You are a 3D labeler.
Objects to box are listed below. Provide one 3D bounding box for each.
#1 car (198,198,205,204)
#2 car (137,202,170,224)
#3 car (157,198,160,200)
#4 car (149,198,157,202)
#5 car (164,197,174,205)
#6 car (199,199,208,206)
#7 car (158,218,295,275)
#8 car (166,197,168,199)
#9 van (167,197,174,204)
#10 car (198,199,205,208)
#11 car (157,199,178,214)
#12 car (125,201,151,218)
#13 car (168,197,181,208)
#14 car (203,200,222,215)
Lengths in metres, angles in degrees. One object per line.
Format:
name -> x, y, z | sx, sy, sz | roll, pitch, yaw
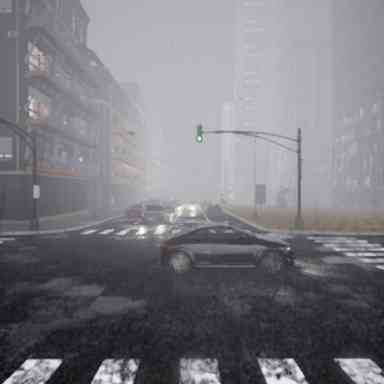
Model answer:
car -> 2.575, 2.478, 90.960 | 1.752, 1.417, 4.829 | -1, -1, 0
car -> -3.119, 1.812, 27.872 | 1.812, 1.442, 4.674 | 0, 0, 0
car -> -5.744, 1.843, 51.187 | 2.192, 1.841, 5.009 | -1, -1, 0
car -> -5.734, 1.849, 39.888 | 1.967, 1.590, 4.097 | -1, -1, 0
car -> -5.771, 2.203, 85.079 | 2.192, 1.841, 5.009 | -1, -1, 0
car -> 2.589, 2.314, 73.843 | 1.887, 1.381, 4.507 | -1, -1, 0
car -> 1.030, 1.691, 10.491 | 4.181, 1.385, 1.994 | 0, 0, 0
car -> -5.747, 2.027, 56.834 | 1.967, 1.590, 4.097 | -1, -1, 0
van -> -5.774, 2.289, 90.726 | 1.690, 1.788, 3.998 | -1, -1, 0
car -> 2.598, 2.200, 62.545 | 2.008, 1.369, 4.403 | -1, -1, 0
car -> -3.123, 1.995, 41.993 | 1.994, 1.385, 4.181 | 0, -1, 0
car -> -5.727, 1.895, 34.238 | 1.887, 1.381, 4.507 | -1, -1, 0
car -> -3.049, 2.173, 62.598 | 1.837, 1.490, 4.892 | 0, -1, 0
car -> 2.615, 1.956, 39.951 | 1.887, 1.381, 4.507 | -1, -1, 0
